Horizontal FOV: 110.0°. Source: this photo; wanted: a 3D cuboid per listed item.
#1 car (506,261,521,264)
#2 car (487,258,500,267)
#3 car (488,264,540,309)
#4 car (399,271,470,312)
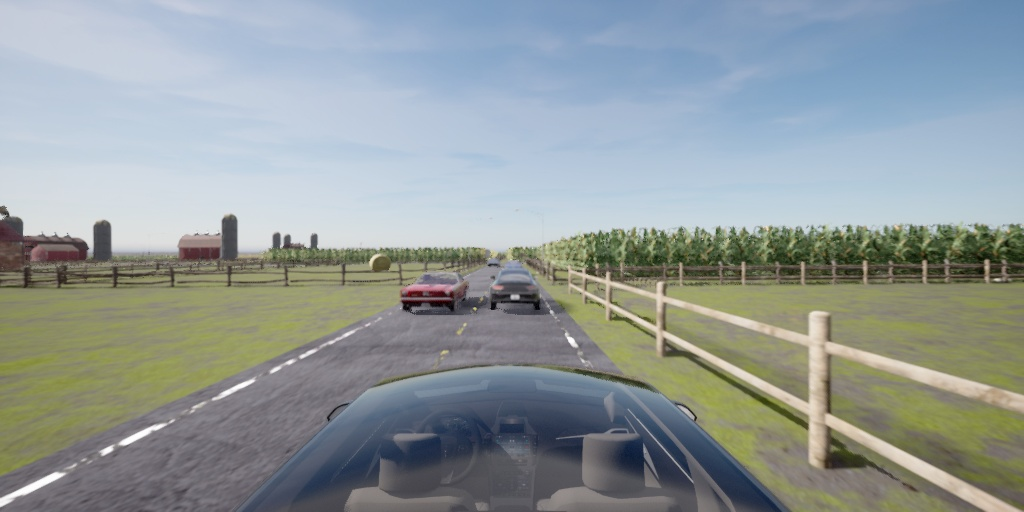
[{"bbox_3d":[0.121,1.148,35.386,2.033,1.411,5.357,0,0,0],"label":"car"},{"bbox_3d":[-2.773,1.063,55.735,2.033,1.411,5.357,0,0,1],"label":"car"},{"bbox_3d":[0.109,1.218,14.450,1.812,1.442,4.674,0,0,0],"label":"car"},{"bbox_3d":[-2.842,1.295,14.022,1.895,1.301,4.718,0,0,0],"label":"car"}]
